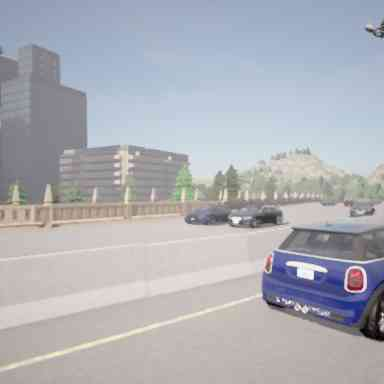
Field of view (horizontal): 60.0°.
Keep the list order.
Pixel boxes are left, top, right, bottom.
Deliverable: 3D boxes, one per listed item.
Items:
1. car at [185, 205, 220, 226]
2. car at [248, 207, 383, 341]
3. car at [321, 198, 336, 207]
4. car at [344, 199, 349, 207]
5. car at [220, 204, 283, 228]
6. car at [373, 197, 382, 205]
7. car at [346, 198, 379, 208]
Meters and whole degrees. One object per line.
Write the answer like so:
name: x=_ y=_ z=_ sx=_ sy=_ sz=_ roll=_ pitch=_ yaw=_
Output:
car: x=1.400 y=1.666 z=24.241 sx=1.994 sy=1.385 sz=4.181 roll=0 pitch=0 yaw=43
car: x=3.511 y=1.367 z=6.833 sx=4.553 sy=1.767 sz=2.097 roll=0 pitch=0 yaw=-39
car: x=23.910 y=1.766 z=58.093 sx=2.033 sy=1.411 sz=5.357 roll=-1 pitch=0 yaw=31
car: x=26.724 y=1.791 z=55.985 sx=1.895 sy=1.301 sz=4.718 roll=-1 pitch=0 yaw=31
car: x=4.364 y=1.575 z=22.287 sx=2.128 sy=1.511 sz=4.902 roll=0 pitch=0 yaw=43
car: x=36.441 y=1.736 z=65.735 sx=2.033 sy=1.411 sz=5.357 roll=-1 pitch=0 yaw=30
car: x=16.417 y=1.621 z=31.870 sx=1.812 sy=1.442 sz=4.674 roll=0 pitch=0 yaw=34
